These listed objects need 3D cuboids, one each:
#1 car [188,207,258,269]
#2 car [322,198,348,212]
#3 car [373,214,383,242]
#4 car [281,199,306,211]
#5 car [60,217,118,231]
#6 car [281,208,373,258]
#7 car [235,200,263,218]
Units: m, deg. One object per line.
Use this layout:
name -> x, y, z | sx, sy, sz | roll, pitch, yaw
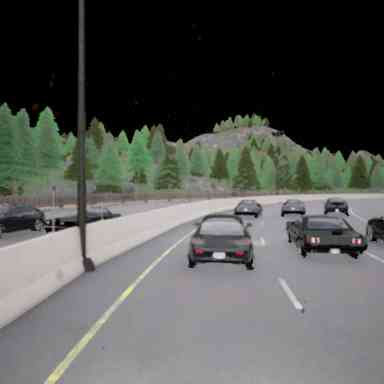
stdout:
car -> 0.983, 1.429, 10.743 | 1.812, 1.442, 4.674 | 0, 1, 7
car -> 12.942, 1.269, 29.991 | 1.837, 1.490, 4.892 | 0, 0, 20
car -> 8.324, 1.400, 12.706 | 2.128, 1.511, 4.902 | 0, 1, 9
car -> 8.938, 1.323, 29.157 | 1.994, 1.385, 4.181 | 0, 1, 19
car -> -5.361, 1.428, 16.859 | 1.895, 1.301, 4.718 | 0, 1, 10
car -> 4.695, 1.501, 12.359 | 1.895, 1.301, 4.718 | 0, 1, 8
car -> 4.747, 1.323, 27.678 | 1.994, 1.385, 4.181 | 0, 1, 17
